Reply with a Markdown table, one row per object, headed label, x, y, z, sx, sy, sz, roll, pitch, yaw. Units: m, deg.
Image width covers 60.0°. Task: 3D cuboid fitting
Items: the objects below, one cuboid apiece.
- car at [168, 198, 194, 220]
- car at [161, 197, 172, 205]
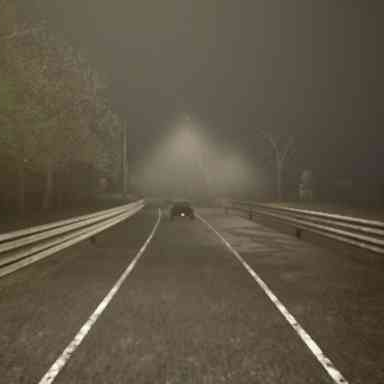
| label | x | y | z | sx | sy | sz | roll | pitch | yaw |
| --- | --- | --- | --- | --- | --- | --- | --- | --- | --- |
| car | -0.921 | 1.497 | 28.474 | 1.837 | 1.490 | 4.892 | 0 | 0 | -5 |
| car | -4.298 | 1.507 | 58.479 | 2.033 | 1.411 | 5.357 | 0 | 0 | -10 |
